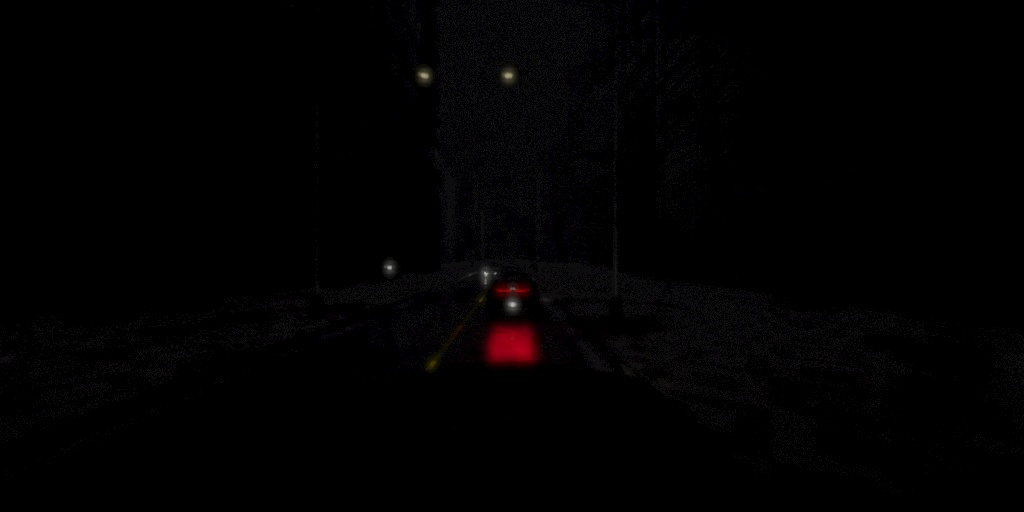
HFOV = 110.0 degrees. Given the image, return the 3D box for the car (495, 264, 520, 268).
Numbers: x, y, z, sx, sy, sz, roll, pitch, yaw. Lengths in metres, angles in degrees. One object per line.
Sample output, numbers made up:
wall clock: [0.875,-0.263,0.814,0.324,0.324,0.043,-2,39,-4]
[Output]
car: [0.026,1.507,27.078,2.033,1.411,5.357,0,0,0]

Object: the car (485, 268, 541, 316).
car: [0.040,1.352,13.825,1.837,1.490,4.892,0,-1,0]

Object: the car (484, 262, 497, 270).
car: [-3.043,1.663,54.043,1.837,1.490,4.892,0,-1,0]
